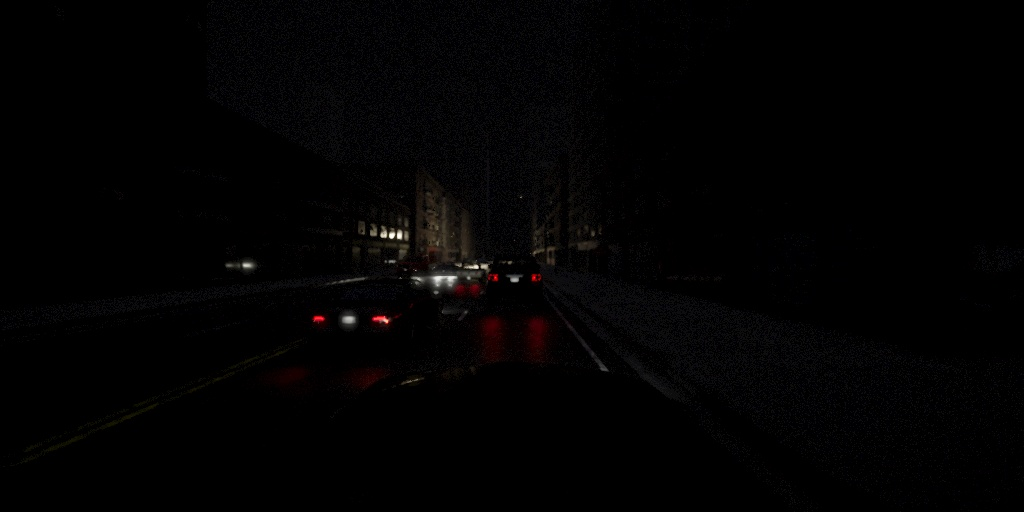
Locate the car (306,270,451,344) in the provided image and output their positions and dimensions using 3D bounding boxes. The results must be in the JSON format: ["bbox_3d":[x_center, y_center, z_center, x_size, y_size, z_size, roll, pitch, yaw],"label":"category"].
[{"bbox_3d":[-3.163,1.284,9.472,2.033,1.411,5.357,0,0,0],"label":"car"}]

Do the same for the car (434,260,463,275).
[{"bbox_3d":[-6.578,1.267,36.433,1.994,1.385,4.181,0,0,0],"label":"car"}]

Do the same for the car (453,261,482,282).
[{"bbox_3d":[-3.145,1.309,28.474,1.895,1.301,4.718,0,0,0],"label":"car"}]

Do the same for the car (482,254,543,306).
[{"bbox_3d":[0.103,0.949,15.704,2.150,2.045,5.566,0,0,0],"label":"car"}]

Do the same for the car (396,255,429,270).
[{"bbox_3d":[-9.831,0.924,35.910,2.150,2.045,5.566,0,0,0],"label":"car"}]
